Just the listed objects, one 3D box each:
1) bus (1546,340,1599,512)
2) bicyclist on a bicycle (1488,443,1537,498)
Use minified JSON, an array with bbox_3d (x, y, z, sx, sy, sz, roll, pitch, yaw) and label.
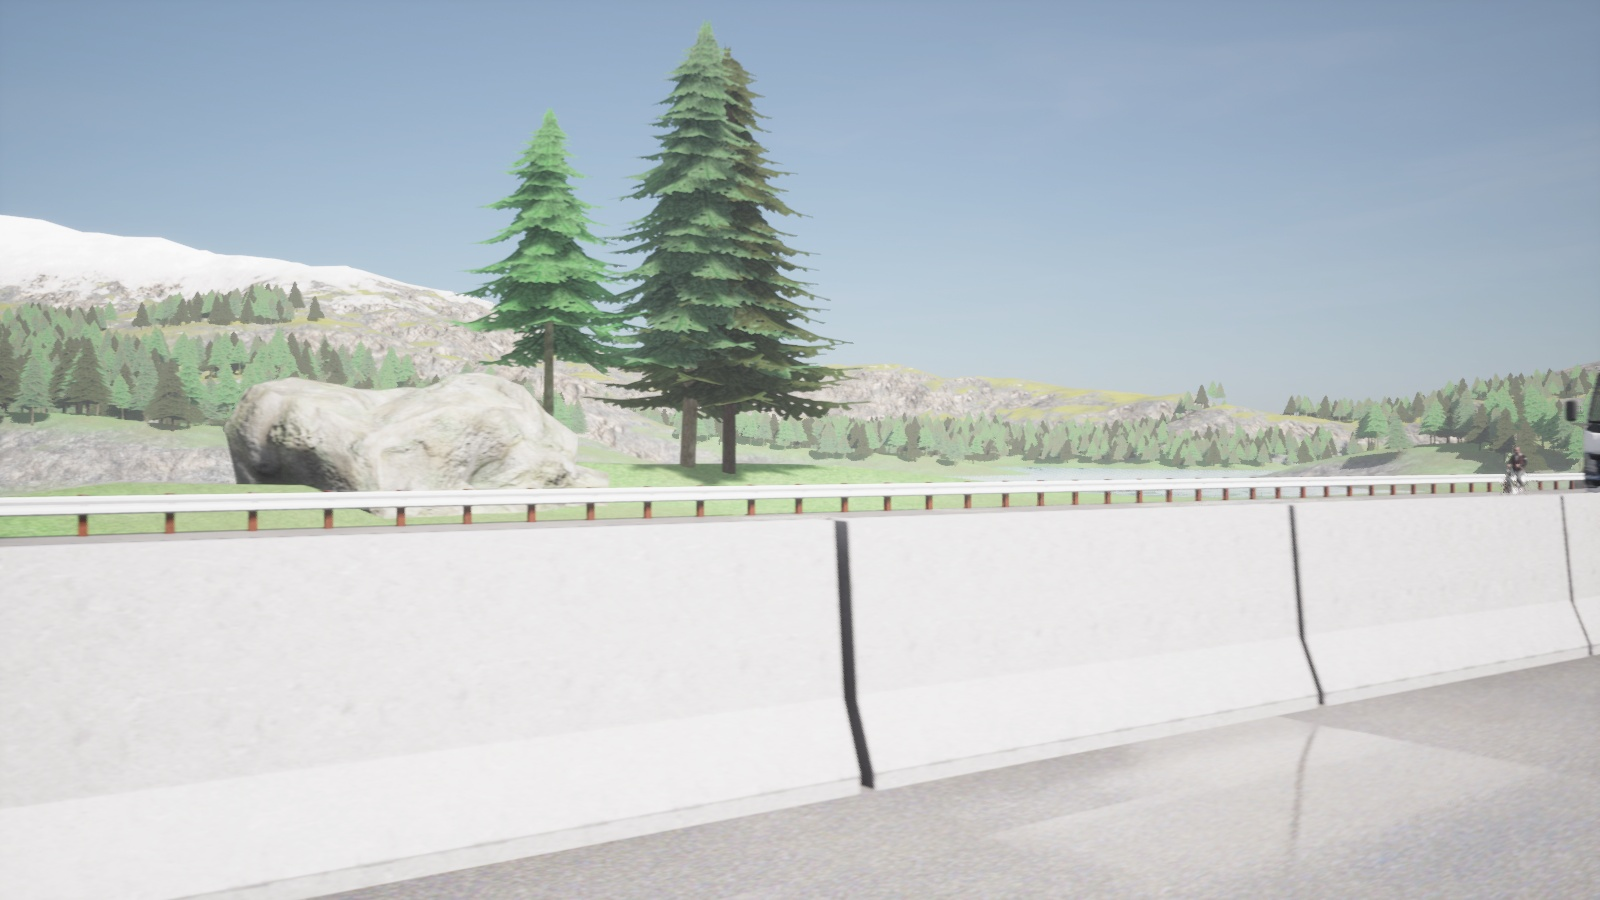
[{"bbox_3d":[24.456,-0.601,33.477,10.273,4.253,3.944,0,0,-35],"label":"bus"},{"bbox_3d":[23.418,0.667,41.277,1.843,1.776,0.659,0,0,-35],"label":"bicyclist on a bicycle"}]
